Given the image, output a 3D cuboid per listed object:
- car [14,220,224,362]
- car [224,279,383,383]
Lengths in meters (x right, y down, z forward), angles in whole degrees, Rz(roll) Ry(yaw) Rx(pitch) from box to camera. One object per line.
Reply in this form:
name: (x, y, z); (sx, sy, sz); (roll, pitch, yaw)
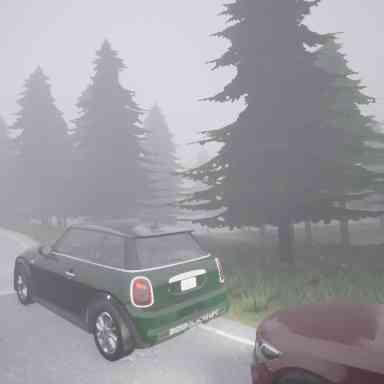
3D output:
car: (-1.578, 1.308, 6.213); (4.553, 1.767, 2.097); (1, 1, 44)
car: (2.753, 1.531, 2.594); (4.674, 1.442, 1.812); (1, 0, 36)
